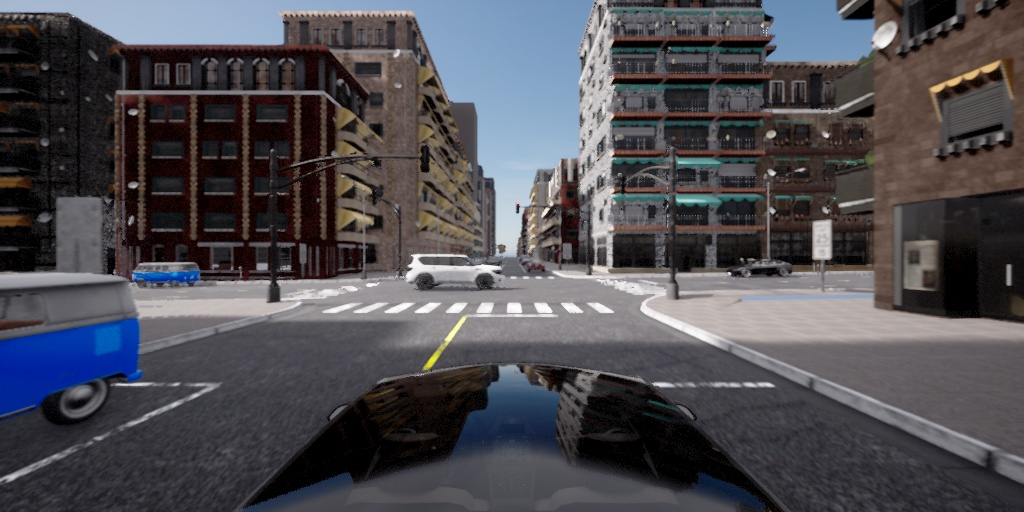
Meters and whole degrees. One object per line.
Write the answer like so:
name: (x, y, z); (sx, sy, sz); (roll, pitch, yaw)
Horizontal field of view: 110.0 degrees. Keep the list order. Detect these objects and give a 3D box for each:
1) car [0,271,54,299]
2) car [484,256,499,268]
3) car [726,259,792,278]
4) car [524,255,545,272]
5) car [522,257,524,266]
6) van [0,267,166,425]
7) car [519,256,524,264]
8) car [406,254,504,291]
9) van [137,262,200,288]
car: (-30.211, 1.666, 20.507); (5.357, 1.411, 2.033); (-1, 0, 0)
car: (-3.054, 0.849, 54.094); (2.097, 1.767, 4.553); (0, 0, 0)
car: (18.274, 0.889, 26.548); (4.313, 1.339, 1.948); (0, 0, 0)
car: (2.698, 0.999, 40.992); (1.967, 1.591, 4.097); (0, 0, 0)
car: (2.700, 1.083, 46.526); (2.007, 1.370, 4.403); (0, 0, 0)
van: (-5.803, 1.084, 3.099); (1.690, 1.789, 3.998); (0, 0, 0)
car: (2.704, 1.037, 63.129); (1.802, 1.307, 4.207); (0, 0, 0)
car: (-3.218, 0.898, 20.625); (5.566, 2.045, 2.150); (0, 0, 0)
van: (-25.363, 1.375, 26.355); (3.998, 1.789, 1.690); (0, 0, 0)
